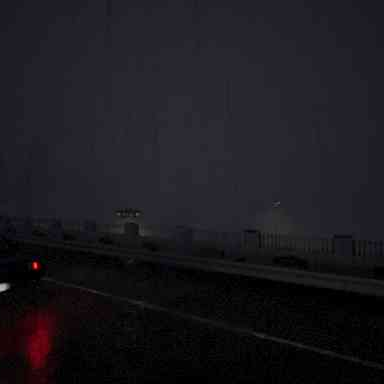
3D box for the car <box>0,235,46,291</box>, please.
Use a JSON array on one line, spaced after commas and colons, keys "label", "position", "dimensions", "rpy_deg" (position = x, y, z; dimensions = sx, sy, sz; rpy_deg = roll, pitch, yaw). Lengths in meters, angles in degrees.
[{"label": "car", "position": [-5.657, 1.663, 8.045], "dimensions": [4.718, 1.301, 1.895], "rpy_deg": [-1, 0, 36]}]
